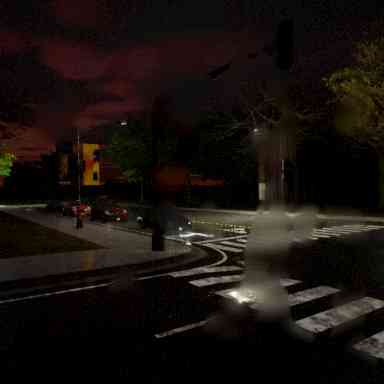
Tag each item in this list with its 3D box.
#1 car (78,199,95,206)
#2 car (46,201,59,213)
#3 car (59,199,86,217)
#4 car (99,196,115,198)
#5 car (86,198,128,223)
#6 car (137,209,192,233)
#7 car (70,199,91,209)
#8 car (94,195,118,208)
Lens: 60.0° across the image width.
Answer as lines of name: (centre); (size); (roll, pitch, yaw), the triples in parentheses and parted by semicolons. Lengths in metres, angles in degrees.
car: (-21.175, 2.098, 66.666); (1.994, 1.385, 4.181); (-1, 0, -35)
car: (-18.865, 2.034, 46.126); (1.882, 1.535, 5.008); (-1, 0, -35)
car: (-13.105, 1.811, 37.824); (2.097, 1.767, 4.553); (-1, 0, -35)
car: (-13.810, 1.781, 50.379); (2.097, 1.767, 4.553); (-1, 0, -35)
car: (-7.493, 1.716, 29.806); (2.097, 1.767, 4.553); (-1, 0, -35)
car: (-1.993, 1.819, 22.056); (2.033, 1.411, 5.357); (-1, 0, -29)
car: (-19.674, 2.077, 58.688); (2.033, 1.411, 5.357); (-1, 0, -35)
car: (-15.055, 1.651, 57.922); (2.150, 2.045, 5.566); (-1, 0, -35)
